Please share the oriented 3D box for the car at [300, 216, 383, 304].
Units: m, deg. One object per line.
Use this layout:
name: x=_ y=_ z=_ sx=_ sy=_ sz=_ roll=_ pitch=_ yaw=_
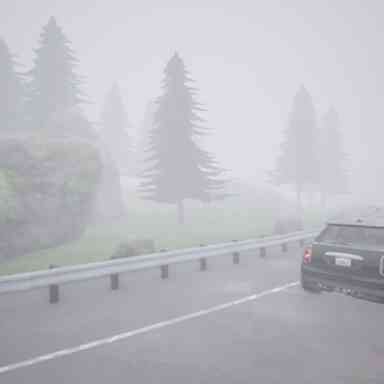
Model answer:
car: x=4.540 y=1.374 z=7.830 sx=4.553 sy=1.767 sz=2.097 roll=0 pitch=0 yaw=-41
